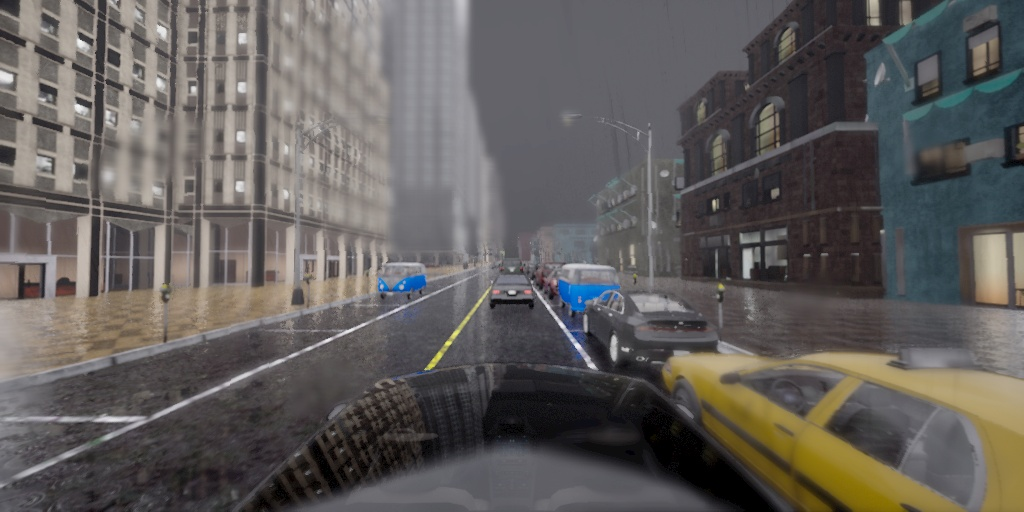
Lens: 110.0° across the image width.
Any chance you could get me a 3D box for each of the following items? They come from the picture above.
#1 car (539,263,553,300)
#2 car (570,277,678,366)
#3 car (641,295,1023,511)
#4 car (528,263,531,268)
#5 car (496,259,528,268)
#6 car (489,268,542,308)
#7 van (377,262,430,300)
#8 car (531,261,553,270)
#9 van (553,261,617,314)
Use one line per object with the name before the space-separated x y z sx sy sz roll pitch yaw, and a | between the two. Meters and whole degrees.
car | 2.690 1.348 18.813 1.967 1.591 4.097 0 0 0
car | 2.691 1.358 7.858 2.007 1.370 4.403 0 0 0
car | 2.692 1.281 2.549 1.751 1.417 4.829 0 0 0
car | 2.688 1.623 35.245 1.948 1.339 4.313 0 0 0
car | -0.003 1.235 30.871 2.150 2.045 5.566 0 0 0
car | 0.000 1.429 15.849 2.033 1.411 5.357 0 0 0
van | -5.691 1.249 18.808 1.690 1.789 3.998 0 0 0
car | 2.689 1.273 24.291 2.192 1.841 5.009 0 0 0
van | 2.691 1.199 13.336 1.690 1.789 3.998 0 0 0
